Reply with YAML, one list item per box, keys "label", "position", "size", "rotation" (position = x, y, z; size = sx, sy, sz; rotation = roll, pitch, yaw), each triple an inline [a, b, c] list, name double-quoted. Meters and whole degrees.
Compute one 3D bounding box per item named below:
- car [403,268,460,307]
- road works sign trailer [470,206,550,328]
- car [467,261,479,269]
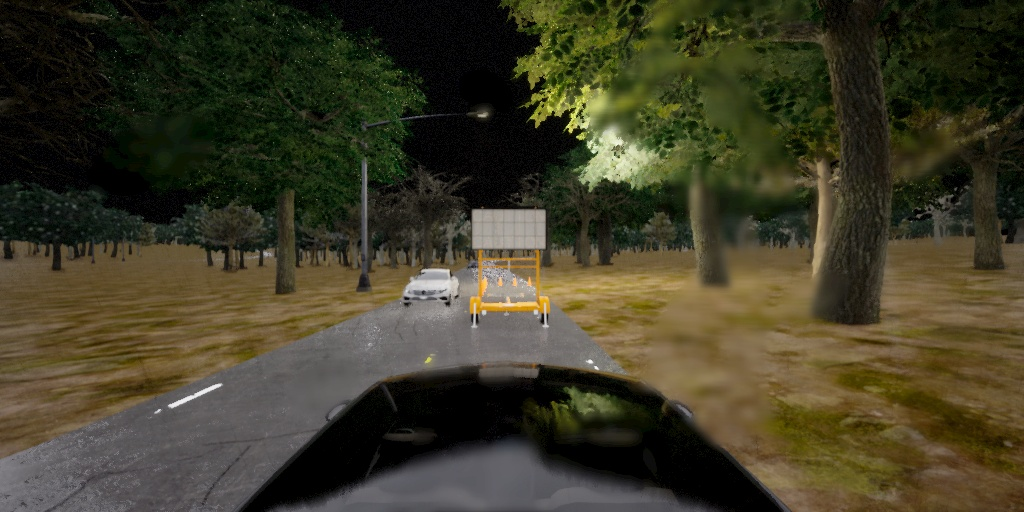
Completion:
- label: "car"
  position: [-3.371, 1.286, 15.712]
  size: [1.812, 1.442, 4.674]
  rotation: [0, 0, -2]
- label: "road works sign trailer"
  position: [-0.098, 0.221, 11.455]
  size: [2.380, 3.560, 2.880]
  rotation: [0, 0, -2]
- label: "car"
  position: [-6.263, 1.470, 58.471]
  size: [1.994, 1.385, 4.181]
  rotation: [0, 0, -5]
